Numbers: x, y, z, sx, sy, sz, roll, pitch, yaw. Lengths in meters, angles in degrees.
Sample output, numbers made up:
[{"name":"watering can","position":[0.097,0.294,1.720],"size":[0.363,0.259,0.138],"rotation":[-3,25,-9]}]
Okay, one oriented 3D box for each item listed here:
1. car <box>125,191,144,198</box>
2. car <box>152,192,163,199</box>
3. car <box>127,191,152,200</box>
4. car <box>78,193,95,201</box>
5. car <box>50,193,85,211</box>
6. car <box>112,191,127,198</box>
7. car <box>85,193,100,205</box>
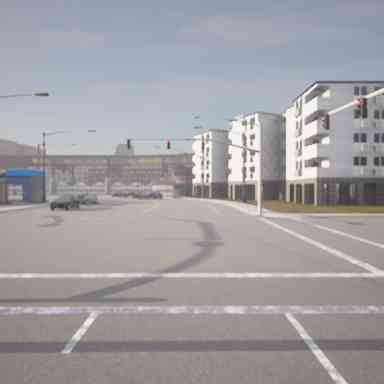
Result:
[{"name":"car","position":[-13.286,0.465,76.632],"size":[1.837,1.490,4.892],"rotation":[-1,1,-45]},{"name":"car","position":[-7.823,0.706,69.487],"size":[1.837,1.490,4.892],"rotation":[-1,1,-32]},{"name":"car","position":[-10.703,0.726,67.491],"size":[2.128,1.511,4.902],"rotation":[-1,1,-32]},{"name":"car","position":[-19.797,0.910,62.088],"size":[1.895,1.301,4.718],"rotation":[0,1,-32]},{"name":"car","position":[-13.513,1.129,35.708],"size":[1.882,1.535,5.008],"rotation":[0,1,0]},{"name":"car","position":[-16.196,0.557,74.618],"size":[1.812,1.442,4.674],"rotation":[-1,1,-45]},{"name":"car","position":[-13.999,1.044,45.869],"size":[1.812,1.442,4.674],"rotation":[0,1,-9]}]
